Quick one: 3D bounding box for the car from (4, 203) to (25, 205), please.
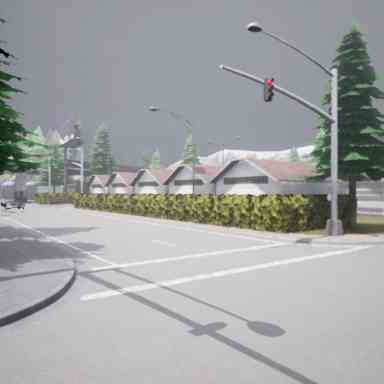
[{"bbox_3d":[-19.798,1.426,36.888,1.895,1.301,4.718,0,0,-36],"label":"car"}]
